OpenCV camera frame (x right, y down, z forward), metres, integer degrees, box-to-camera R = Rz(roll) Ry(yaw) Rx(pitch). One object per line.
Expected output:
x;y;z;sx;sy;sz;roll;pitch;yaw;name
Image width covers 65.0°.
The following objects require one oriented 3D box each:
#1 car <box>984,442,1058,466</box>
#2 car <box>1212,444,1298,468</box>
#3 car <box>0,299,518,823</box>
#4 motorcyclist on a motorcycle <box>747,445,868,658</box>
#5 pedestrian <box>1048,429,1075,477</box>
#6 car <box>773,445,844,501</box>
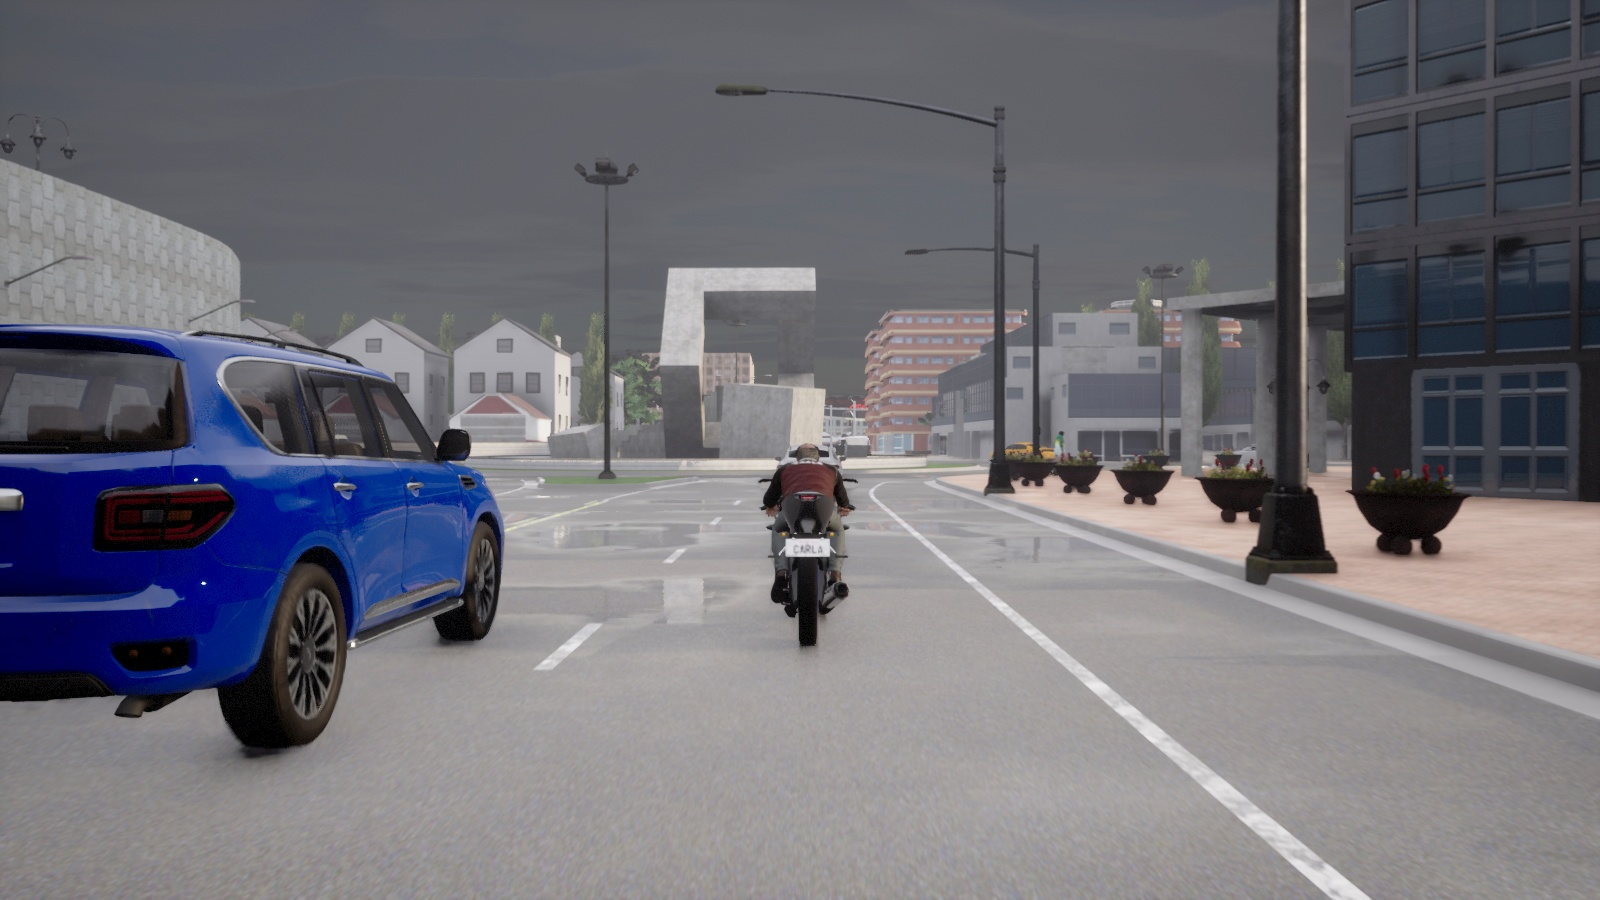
14.934;0.257;85.038;1.882;1.535;5.008;0;0;-36;car
27.919;0.360;77.155;4.674;1.442;1.812;0;0;7;car
-3.441;0.419;7.689;2.150;2.045;5.566;0;0;0;car
0.064;0.724;10.117;0.866;1.530;2.191;0;0;0;motorcyclist on a motorcycle
10.792;0.118;51.833;0.873;1.952;0.659;0;0;-21;pedestrian
0.288;0.577;34.660;1.812;1.442;4.674;0;0;2;car
